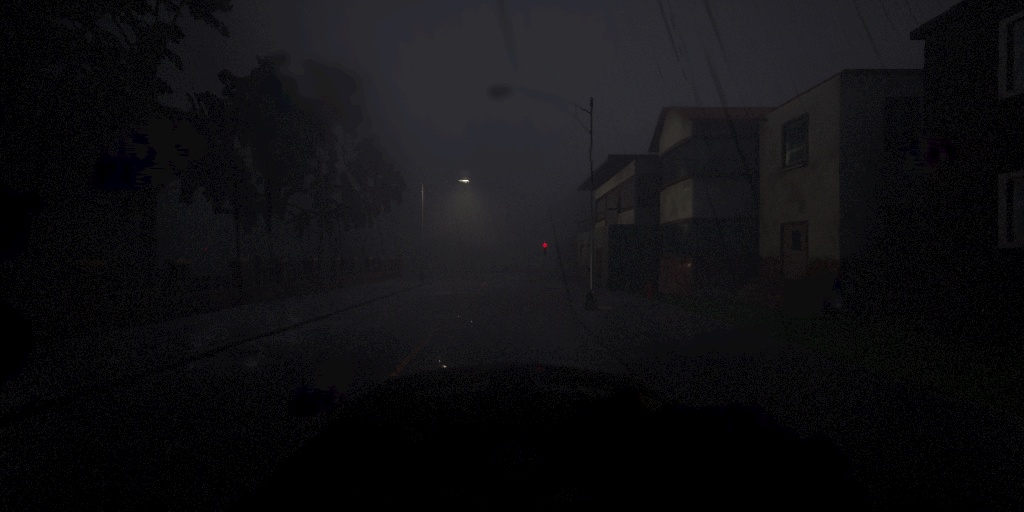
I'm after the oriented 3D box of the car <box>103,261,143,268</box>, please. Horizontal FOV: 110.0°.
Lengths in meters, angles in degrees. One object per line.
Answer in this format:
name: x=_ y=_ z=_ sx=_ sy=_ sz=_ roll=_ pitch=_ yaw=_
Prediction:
car: x=-41.351 y=1.261 z=38.942 sx=4.892 sy=1.490 sz=1.837 roll=0 pitch=0 yaw=0
